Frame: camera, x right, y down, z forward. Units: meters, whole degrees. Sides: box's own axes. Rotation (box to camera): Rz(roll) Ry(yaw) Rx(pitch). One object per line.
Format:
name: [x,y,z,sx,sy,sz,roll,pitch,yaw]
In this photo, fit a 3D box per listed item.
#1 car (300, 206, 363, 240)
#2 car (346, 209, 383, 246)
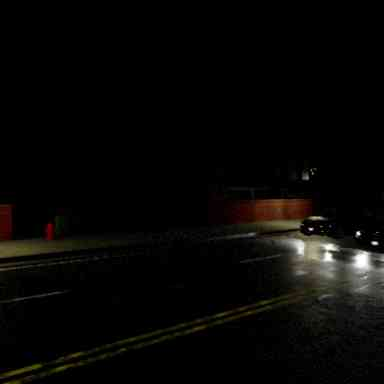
car: [7.564,1.505,17.052,4.892,1.490,1.837,0,0,-35]
car: [9.090,1.547,14.149,5.357,1.411,2.033,0,0,-35]
